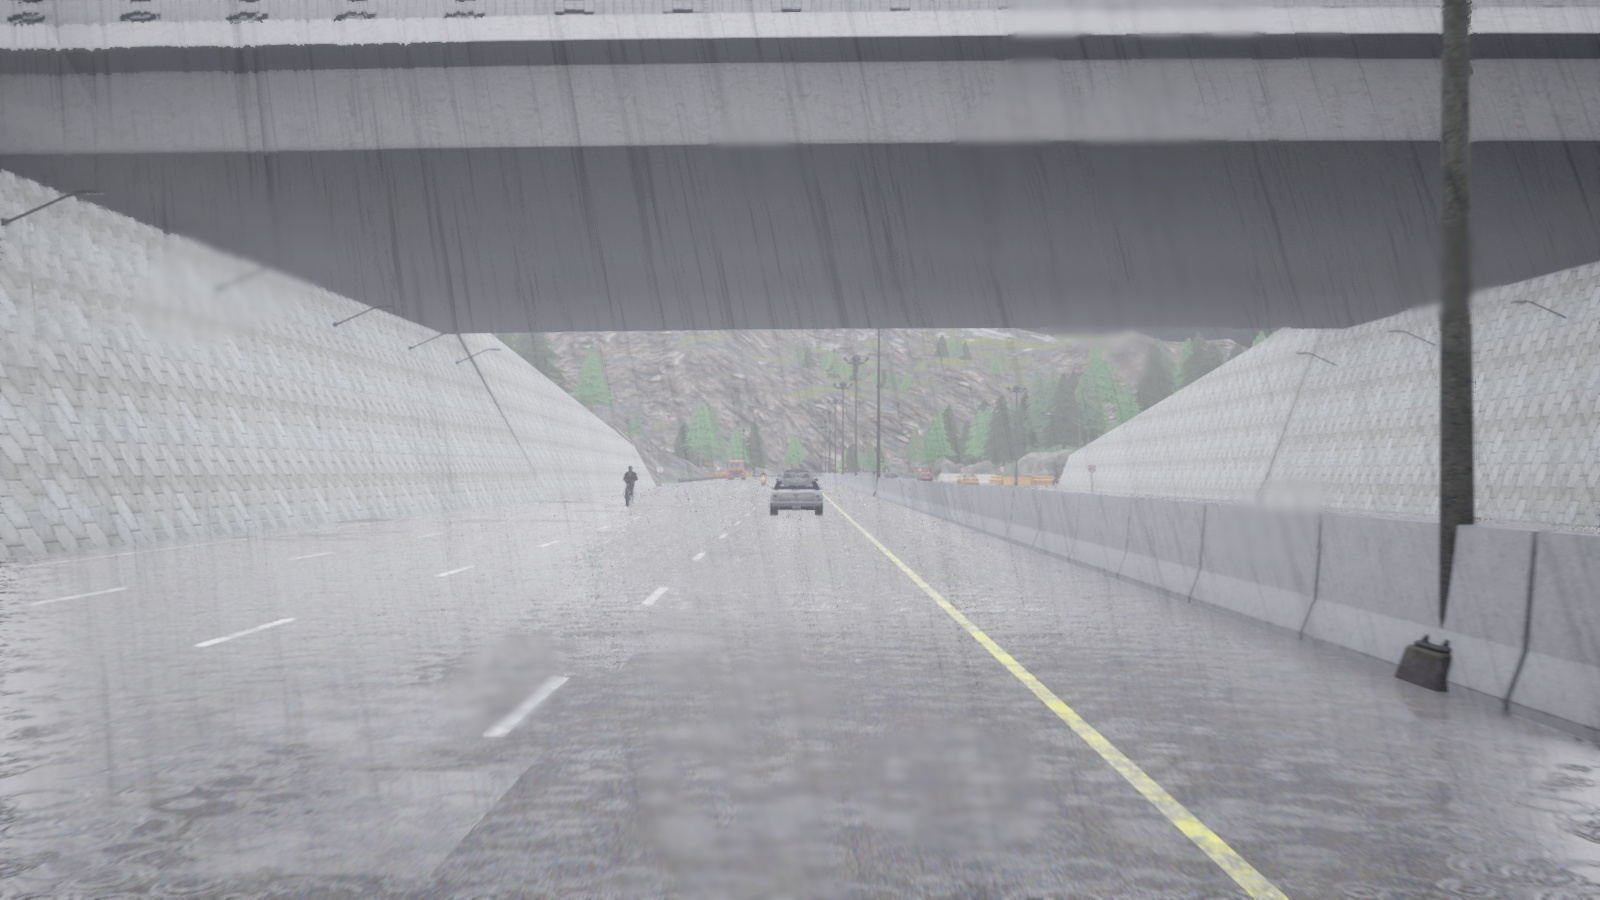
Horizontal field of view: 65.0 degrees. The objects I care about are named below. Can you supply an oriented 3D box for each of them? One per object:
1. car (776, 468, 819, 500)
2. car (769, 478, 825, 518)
[{"bbox_3d":[-0.142,1.794,67.764,2.242,1.667,4.611,0,-1,0],"label":"car"},{"bbox_3d":[-0.109,1.665,44.759,1.895,1.301,4.718,0,-1,0],"label":"car"}]
